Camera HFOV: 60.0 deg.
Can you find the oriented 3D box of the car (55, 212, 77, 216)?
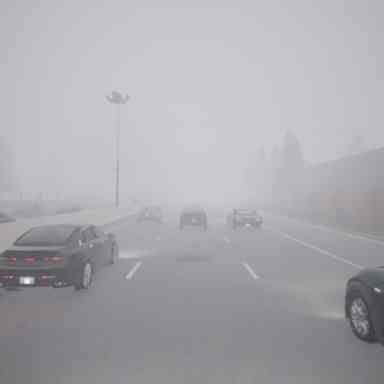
[{"bbox_3d":[-14.081,1.919,38.136,1.812,1.442,4.674,0,-1,0],"label":"car"}]

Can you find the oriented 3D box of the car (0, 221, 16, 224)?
[{"bbox_3d":[-10.596,1.674,16.339,1.837,1.490,4.892,0,-1,0],"label":"car"}]

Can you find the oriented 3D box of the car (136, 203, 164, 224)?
[{"bbox_3d":[-3.395,1.833,27.626,2.033,1.411,5.357,0,-1,0],"label":"car"}]

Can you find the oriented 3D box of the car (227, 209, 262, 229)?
[{"bbox_3d":[3.605,1.845,23.627,1.895,1.301,4.718,0,-1,0],"label":"car"}]

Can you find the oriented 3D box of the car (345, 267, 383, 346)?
[{"bbox_3d":[3.603,1.392,3.726,2.097,1.767,4.553,0,-1,0],"label":"car"}]

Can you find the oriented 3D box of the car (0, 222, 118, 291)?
[{"bbox_3d":[-3.397,1.602,9.288,1.837,1.490,4.892,0,-1,0],"label":"car"}]

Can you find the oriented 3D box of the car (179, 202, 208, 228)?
[{"bbox_3d":[0.104,1.727,24.121,1.882,1.535,5.008,0,0,0],"label":"car"}]

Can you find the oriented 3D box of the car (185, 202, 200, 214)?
[{"bbox_3d":[0.098,1.954,41.476,1.812,1.442,4.674,0,-1,0],"label":"car"}]
